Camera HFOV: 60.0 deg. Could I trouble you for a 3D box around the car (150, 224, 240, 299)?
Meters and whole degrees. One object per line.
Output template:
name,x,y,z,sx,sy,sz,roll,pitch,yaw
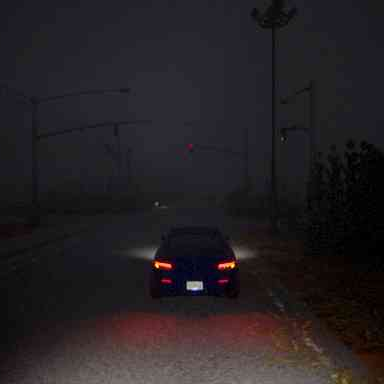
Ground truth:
car,0.073,1.525,8.313,1.812,1.442,4.674,0,0,1

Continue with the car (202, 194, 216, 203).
car,2.685,0.954,51.005,1.895,1.301,4.718,0,1,7
